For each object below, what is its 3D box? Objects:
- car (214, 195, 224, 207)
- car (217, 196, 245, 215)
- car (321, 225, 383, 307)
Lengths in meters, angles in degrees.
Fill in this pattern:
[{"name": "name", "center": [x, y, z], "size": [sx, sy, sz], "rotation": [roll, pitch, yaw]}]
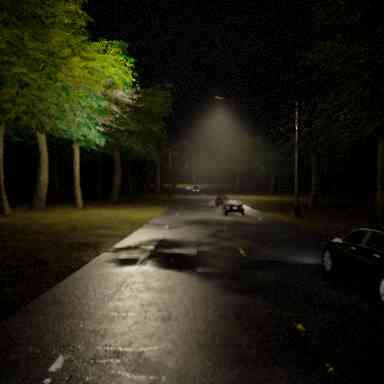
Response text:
[{"name": "car", "center": [3.979, 1.157, 43.761], "size": [2.033, 1.411, 5.357], "rotation": [0, 1, 1]}, {"name": "car", "center": [3.889, 1.384, 31.928], "size": [2.033, 1.411, 5.357], "rotation": [0, 1, 1]}, {"name": "car", "center": [4.618, 1.521, 7.696], "size": [1.837, 1.490, 4.892], "rotation": [0, 0, 1]}]
